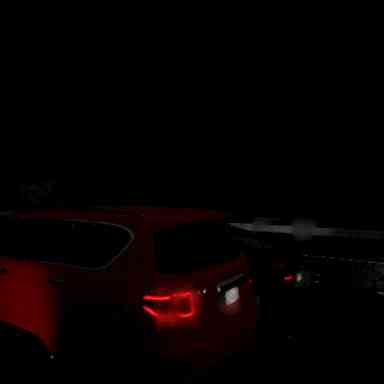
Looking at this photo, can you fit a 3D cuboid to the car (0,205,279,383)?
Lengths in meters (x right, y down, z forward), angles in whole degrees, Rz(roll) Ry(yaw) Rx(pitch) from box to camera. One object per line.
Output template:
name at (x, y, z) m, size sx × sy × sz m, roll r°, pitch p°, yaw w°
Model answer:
car at (-1.788, 1.216, 5.097) m, size 5.566 × 2.045 × 2.150 m, roll 0°, pitch 0°, yaw 34°

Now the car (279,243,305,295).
car at (0.232, 1.515, 7.922) m, size 4.674 × 1.442 × 1.812 m, roll 0°, pitch 0°, yaw 34°

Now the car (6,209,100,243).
car at (-7.014, 1.585, 16.657) m, size 4.718 × 1.301 × 1.895 m, roll 0°, pitch 0°, yaw 31°
